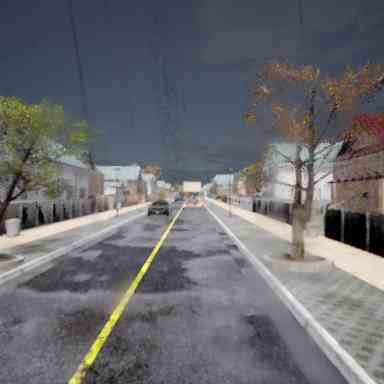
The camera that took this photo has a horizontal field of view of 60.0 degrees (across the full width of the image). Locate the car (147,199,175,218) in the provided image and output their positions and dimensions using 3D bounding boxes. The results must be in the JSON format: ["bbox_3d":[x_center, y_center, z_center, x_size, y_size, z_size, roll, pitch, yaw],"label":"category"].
[{"bbox_3d":[-2.837,1.409,29.961,1.882,1.535,5.008,0,0,0],"label":"car"}]

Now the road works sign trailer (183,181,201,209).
[{"bbox_3d":[0.022,0.391,42.798,2.380,3.560,2.880,0,0,0],"label":"road works sign trailer"}]

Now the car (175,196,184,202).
[{"bbox_3d":[-2.734,1.466,71.668,1.994,1.385,4.181,0,0,0],"label":"car"}]
